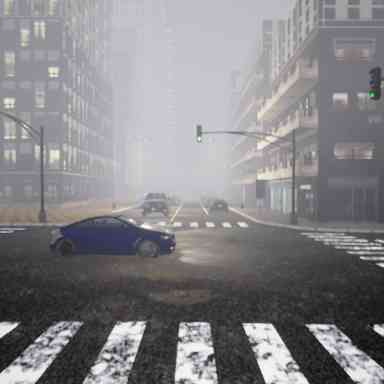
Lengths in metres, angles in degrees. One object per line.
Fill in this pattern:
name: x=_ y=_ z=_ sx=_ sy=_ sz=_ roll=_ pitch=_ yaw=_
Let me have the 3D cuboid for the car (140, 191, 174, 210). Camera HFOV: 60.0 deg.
car: x=-3.118 y=1.034 z=29.661 sx=2.150 sy=2.045 sz=5.566 roll=0 pitch=0 yaw=0

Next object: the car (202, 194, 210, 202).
car: x=2.652 y=1.273 z=43.642 sx=1.887 sy=1.381 sz=4.507 roll=0 pitch=0 yaw=0

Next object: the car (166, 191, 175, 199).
car: x=-5.766 y=0.775 z=88.867 sx=2.192 sy=1.841 sz=5.009 roll=0 pitch=0 yaw=0

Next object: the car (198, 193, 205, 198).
car: x=2.610 y=0.993 z=94.530 sx=1.947 sy=1.339 sz=4.313 roll=0 pitch=0 yaw=0

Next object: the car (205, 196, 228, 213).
car: x=2.661 y=1.355 z=33.675 sx=1.947 sy=1.339 sz=4.313 roll=0 pitch=0 yaw=0

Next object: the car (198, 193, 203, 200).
car: x=2.638 y=1.177 z=60.605 sx=2.008 sy=1.369 sz=4.403 roll=0 pitch=0 yaw=0

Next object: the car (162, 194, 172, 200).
car: x=-5.756 y=1.077 z=77.560 sx=2.008 sy=1.369 sz=4.403 roll=0 pitch=0 yaw=0

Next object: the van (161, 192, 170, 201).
van: x=-5.752 y=0.900 z=71.904 sx=1.690 sy=1.788 sz=3.998 roll=0 pitch=0 yaw=0

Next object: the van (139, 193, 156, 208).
van: x=-5.729 y=1.070 z=43.633 sx=1.690 sy=1.788 sz=3.998 roll=0 pitch=0 yaw=0

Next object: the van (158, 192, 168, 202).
van: x=-5.747 y=0.934 z=66.250 sx=1.690 sy=1.788 sz=3.998 roll=0 pitch=0 yaw=0

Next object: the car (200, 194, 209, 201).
car: x=2.629 y=1.104 z=71.912 sx=1.887 sy=1.381 sz=4.507 roll=0 pitch=0 yaw=0

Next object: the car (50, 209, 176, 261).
car: x=-2.640 y=1.473 z=11.562 sx=4.181 sy=1.385 sz=1.994 roll=1 pitch=1 yaw=-1

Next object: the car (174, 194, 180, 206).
car: x=-3.117 y=1.275 z=46.577 sx=1.994 sy=1.385 sz=4.181 roll=0 pitch=0 yaw=0
